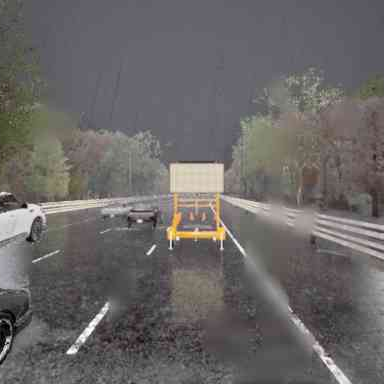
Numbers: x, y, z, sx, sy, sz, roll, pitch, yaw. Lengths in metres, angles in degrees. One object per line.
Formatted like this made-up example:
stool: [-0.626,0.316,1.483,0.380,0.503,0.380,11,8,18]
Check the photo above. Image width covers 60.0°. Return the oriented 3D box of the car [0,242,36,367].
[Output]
car: [-3.355,1.548,2.616,2.033,1.411,5.357,0,0,1]

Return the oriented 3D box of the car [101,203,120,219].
car: [-6.364,1.602,29.079,1.895,1.301,4.718,0,0,1]

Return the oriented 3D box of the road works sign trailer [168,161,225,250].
road works sign trailer: [0.208,0.466,14.431,2.380,3.560,2.880,0,0,2]

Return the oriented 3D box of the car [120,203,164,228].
car: [-3.029,1.493,22.146,2.128,1.511,4.902,0,0,1]

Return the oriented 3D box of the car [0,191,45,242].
car: [-6.742,0.934,10.467,2.150,2.045,5.566,3,5,0]
